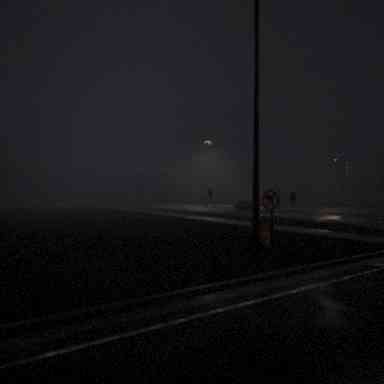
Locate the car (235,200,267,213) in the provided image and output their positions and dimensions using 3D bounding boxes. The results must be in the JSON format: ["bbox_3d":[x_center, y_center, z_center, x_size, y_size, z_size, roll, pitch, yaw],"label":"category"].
[{"bbox_3d":[7.350,1.745,40.656,1.837,1.490,4.892,1,0,-35],"label":"car"}]
